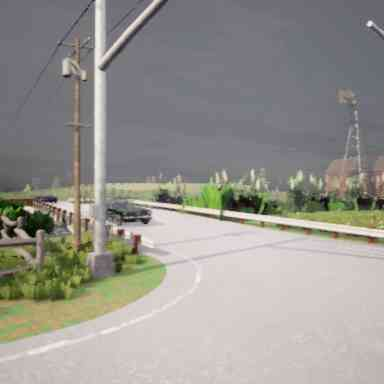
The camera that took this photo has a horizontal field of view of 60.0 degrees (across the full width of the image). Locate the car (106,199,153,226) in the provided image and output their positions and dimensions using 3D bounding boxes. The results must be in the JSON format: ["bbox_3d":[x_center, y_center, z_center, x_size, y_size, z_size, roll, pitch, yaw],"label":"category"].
[{"bbox_3d":[-4.147,1.116,19.619,1.895,1.301,4.718,0,3,-35],"label":"car"}]
